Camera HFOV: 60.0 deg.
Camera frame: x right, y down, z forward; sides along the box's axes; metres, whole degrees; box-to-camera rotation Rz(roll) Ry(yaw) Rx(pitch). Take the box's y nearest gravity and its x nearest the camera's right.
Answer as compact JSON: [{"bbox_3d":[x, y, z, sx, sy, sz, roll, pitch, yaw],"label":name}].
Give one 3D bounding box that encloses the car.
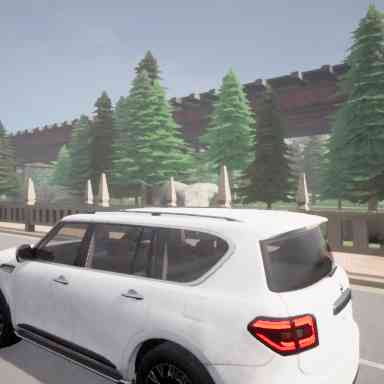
[{"bbox_3d":[-0.805,1.221,4.585,5.566,2.045,2.150,0,0,36],"label":"car"}]
